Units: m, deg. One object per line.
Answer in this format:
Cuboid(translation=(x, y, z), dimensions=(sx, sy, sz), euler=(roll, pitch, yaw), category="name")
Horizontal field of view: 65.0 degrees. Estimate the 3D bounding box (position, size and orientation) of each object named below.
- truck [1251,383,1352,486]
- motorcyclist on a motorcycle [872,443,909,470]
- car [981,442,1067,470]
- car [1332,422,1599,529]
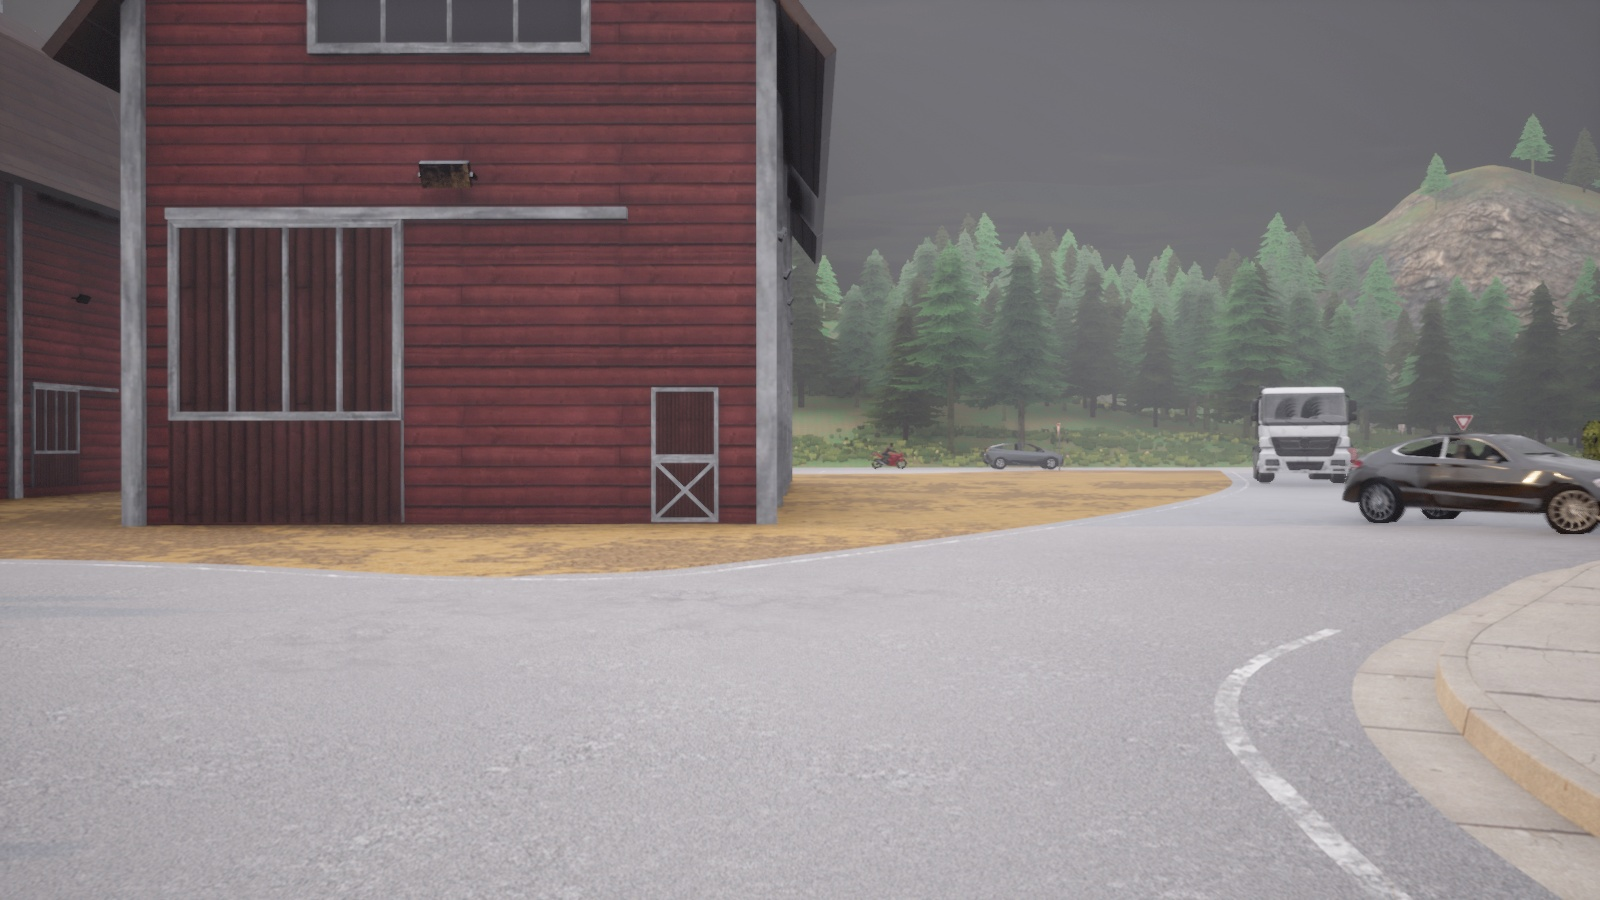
Cuboid(translation=(18.223, -0.549, 46.060), dimensions=(2.891, 3.462, 7.936), euler=(0, 0, 18), category="truck")
Cuboid(translation=(5.117, 0.351, 71.132), dimensions=(2.044, 1.523, 0.797), euler=(0, 0, 1), category="motorcyclist on a motorcycle")
Cuboid(translation=(12.625, 0.321, 71.013), dimensions=(4.514, 1.525, 2.007), euler=(0, 0, 1), category="car")
Cuboid(translation=(12.117, 0.378, 21.733), dimensions=(2.152, 1.651, 5.027), euler=(0, 1, -32), category="car")
